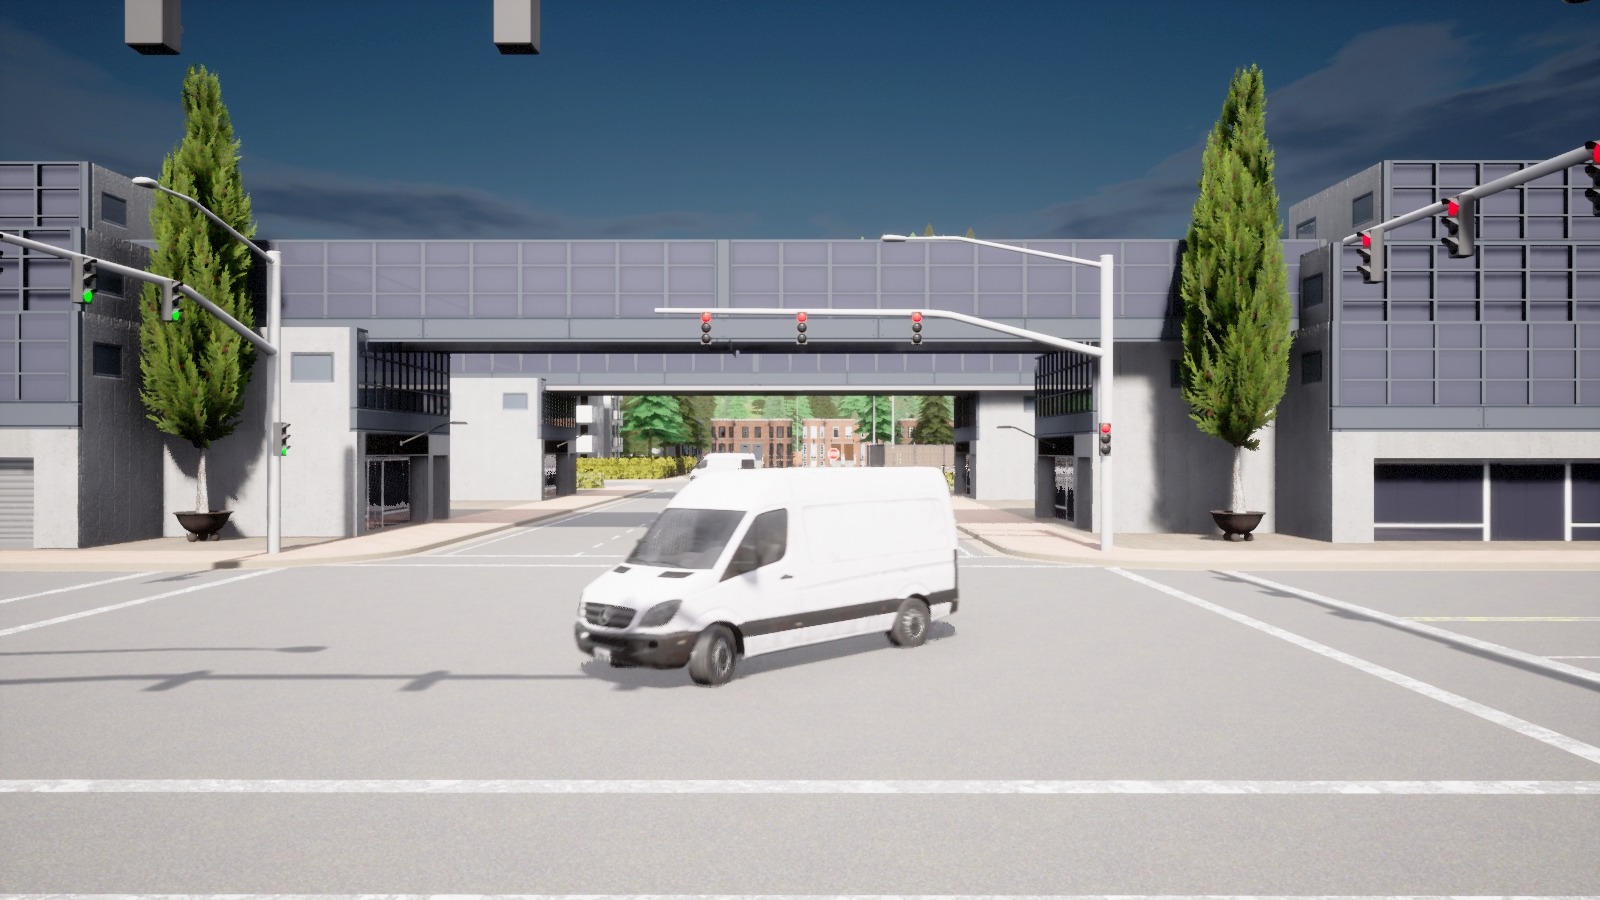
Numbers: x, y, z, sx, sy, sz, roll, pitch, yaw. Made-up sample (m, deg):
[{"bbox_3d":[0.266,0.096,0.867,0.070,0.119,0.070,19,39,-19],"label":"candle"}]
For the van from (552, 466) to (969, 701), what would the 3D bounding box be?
[{"bbox_3d":[-0.283,1.534,15.572,1.988,2.561,5.915,-1,-1,44],"label":"van"}]
